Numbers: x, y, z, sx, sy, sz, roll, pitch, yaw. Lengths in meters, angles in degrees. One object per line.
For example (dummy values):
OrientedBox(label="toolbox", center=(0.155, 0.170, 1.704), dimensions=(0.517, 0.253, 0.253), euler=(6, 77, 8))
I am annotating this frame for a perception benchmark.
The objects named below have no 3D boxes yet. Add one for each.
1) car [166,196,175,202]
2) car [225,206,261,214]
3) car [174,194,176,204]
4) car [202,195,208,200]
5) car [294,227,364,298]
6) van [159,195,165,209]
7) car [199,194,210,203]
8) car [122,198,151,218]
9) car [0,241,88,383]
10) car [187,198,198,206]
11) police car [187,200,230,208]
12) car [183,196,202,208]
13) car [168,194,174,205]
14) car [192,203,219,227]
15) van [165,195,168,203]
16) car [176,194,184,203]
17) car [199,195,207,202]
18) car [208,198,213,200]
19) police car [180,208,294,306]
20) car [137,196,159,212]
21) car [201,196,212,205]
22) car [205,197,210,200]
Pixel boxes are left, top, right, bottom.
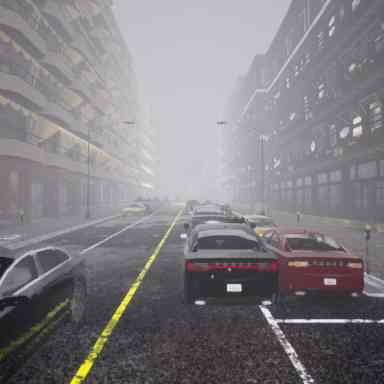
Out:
OrientedBox(label="car", center=(-5.118, 1.781, 80.447), dimensions=(1.947, 1.339, 4.313), euler=(1, 0, 0))
OrientedBox(label="car", center=(2.617, 1.539, 14.172), dimensions=(1.752, 1.417, 4.829), euler=(1, 0, 0))
OrientedBox(label="car", center=(-5.136, 1.482, 69.386), dimensions=(2.192, 1.841, 5.009), euler=(1, 0, 0))
OrientedBox(label="car", center=(2.702, 1.648, 52.716), dimensions=(1.887, 1.381, 4.507), euler=(1, 0, 0))
OrientedBox(label="car", center=(2.603, 1.552, 8.470), dimensions=(1.887, 1.381, 4.507), euler=(1, 0, 0))
OrientedBox(label="van", center=(-5.185, 1.427, 47.263), dimensions=(1.690, 1.788, 3.998), euler=(2, 0, 0))
OrientedBox(label="car", center=(2.721, 1.504, 74.840), dimensions=(2.192, 1.841, 5.009), euler=(1, 0, 0))
OrientedBox(label="car", center=(-5.227, 1.570, 30.503), dimensions=(1.752, 1.417, 4.829), euler=(2, 0, 0))
OrientedBox(label="car", center=(-2.839, 1.494, 4.320), dimensions=(2.128, 1.511, 4.902), euler=(0, 0, 0))
OrientedBox(label="car", center=(0.133, 1.730, 59.724), dimensions=(1.895, 1.301, 4.718), euler=(0, 0, 0))
OrientedBox(label="police car", center=(0.866, 1.446, 18.253), dimensions=(1.930, 1.638, 5.238), euler=(0, 0, 0))
OrientedBox(label="car", center=(0.109, 1.586, 45.586), dimensions=(1.837, 1.490, 4.892), euler=(0, 0, 0))
OrientedBox(label="car", center=(-5.149, 1.460, 63.856), dimensions=(2.192, 1.841, 5.009), euler=(1, 0, 0))
OrientedBox(label="car", center=(0.879, 1.557, 24.145), dimensions=(1.812, 1.442, 4.674), euler=(0, 0, 0))
OrientedBox(label="van", center=(-5.174, 1.445, 52.795), dimensions=(1.690, 1.788, 3.998), euler=(1, 0, 0))
OrientedBox(label="car", center=(-2.594, 1.520, 69.892), dimensions=(2.097, 1.767, 4.553), euler=(0, 0, 0))
OrientedBox(label="car", center=(2.742, 1.682, 85.902), dimensions=(1.967, 1.590, 4.097), euler=(1, 0, 0))
OrientedBox(label="car", center=(2.652, 1.590, 30.592), dimensions=(1.887, 1.381, 4.507), euler=(1, 0, 0))
OrientedBox(label="police car", center=(0.731, 1.432, 8.251), dimensions=(1.930, 1.638, 5.238), euler=(0, 0, 0))
OrientedBox(label="car", center=(-5.209, 1.372, 36.205), dimensions=(2.192, 1.841, 5.009), euler=(2, 0, 0))
OrientedBox(label="car", center=(2.736, 1.584, 63.778), dimensions=(1.967, 1.590, 4.097), euler=(1, 0, 0))
OrientedBox(label="car", center=(2.664, 1.608, 36.124), dimensions=(2.008, 1.369, 4.403), euler=(1, 0, 0))
